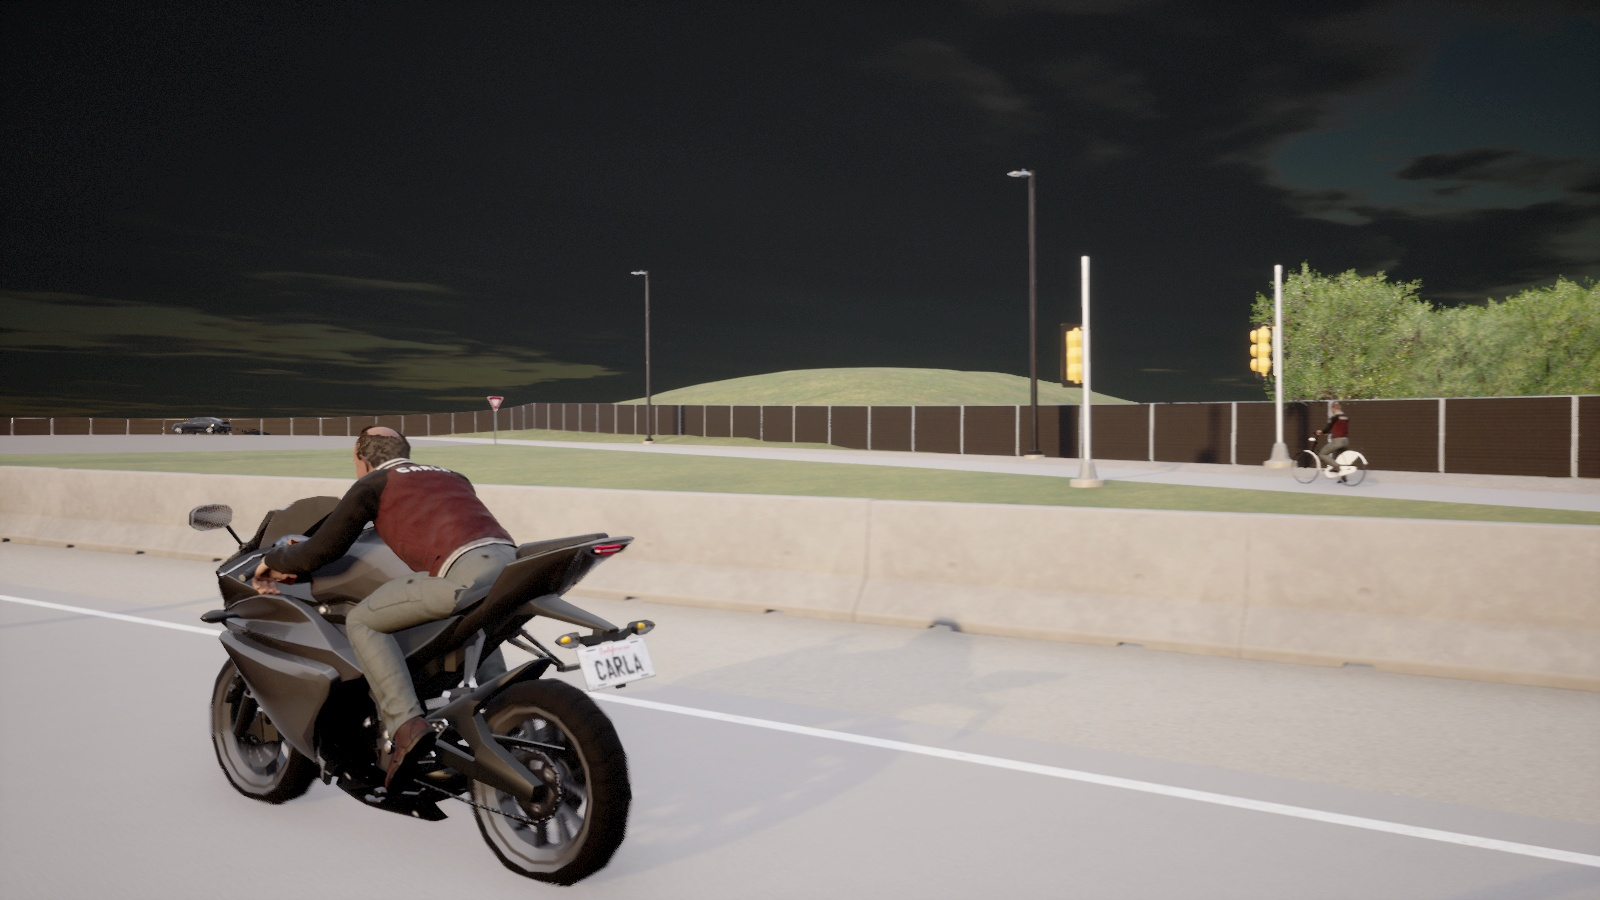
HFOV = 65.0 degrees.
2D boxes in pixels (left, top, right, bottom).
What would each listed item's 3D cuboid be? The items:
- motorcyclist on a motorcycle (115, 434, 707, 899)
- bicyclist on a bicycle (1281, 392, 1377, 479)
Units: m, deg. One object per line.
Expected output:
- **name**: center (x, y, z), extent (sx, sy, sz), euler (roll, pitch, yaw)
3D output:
- **motorcyclist on a motorcycle**: center (-1.484, 0.718, 4.610), extent (2.191, 1.530, 0.866), euler (0, 1, 34)
- **bicyclist on a bicycle**: center (11.146, -0.325, 26.507), extent (0.659, 1.776, 1.843), euler (-2, 2, -29)
